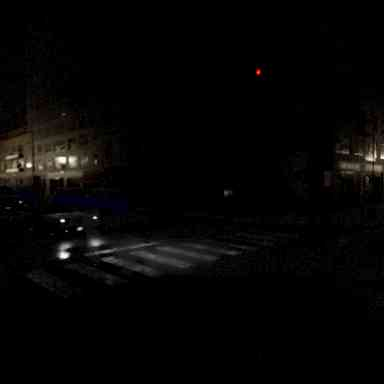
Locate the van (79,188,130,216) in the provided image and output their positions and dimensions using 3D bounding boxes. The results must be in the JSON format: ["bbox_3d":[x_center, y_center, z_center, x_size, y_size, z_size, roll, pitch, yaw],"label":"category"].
[{"bbox_3d":[-5.990,0.634,23.202,1.690,1.788,3.998,-1,2,-44],"label":"van"}]

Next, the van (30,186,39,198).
[{"bbox_3d":[-17.537,0.283,34.948,1.690,1.788,3.998,-1,2,-44],"label":"van"}]

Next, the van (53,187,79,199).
[{"bbox_3d":[-9.839,0.516,27.117,1.690,1.788,3.998,-1,2,-44],"label":"van"}]

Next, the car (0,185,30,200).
[{"bbox_3d":[-13.132,0.565,22.214,2.150,2.045,5.566,-2,3,-45],"label":"car"}]

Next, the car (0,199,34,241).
[{"bbox_3d":[-8.211,1.166,13.296,1.887,1.381,4.507,-1,2,-44],"label":"car"}]

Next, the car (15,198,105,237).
[{"bbox_3d":[-6.200,1.156,15.175,4.718,1.301,1.895,2,3,43],"label":"car"}]

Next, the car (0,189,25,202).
[{"bbox_3d":[-21.387,0.376,38.869,2.008,1.369,4.403,-1,2,-44],"label":"car"}]
